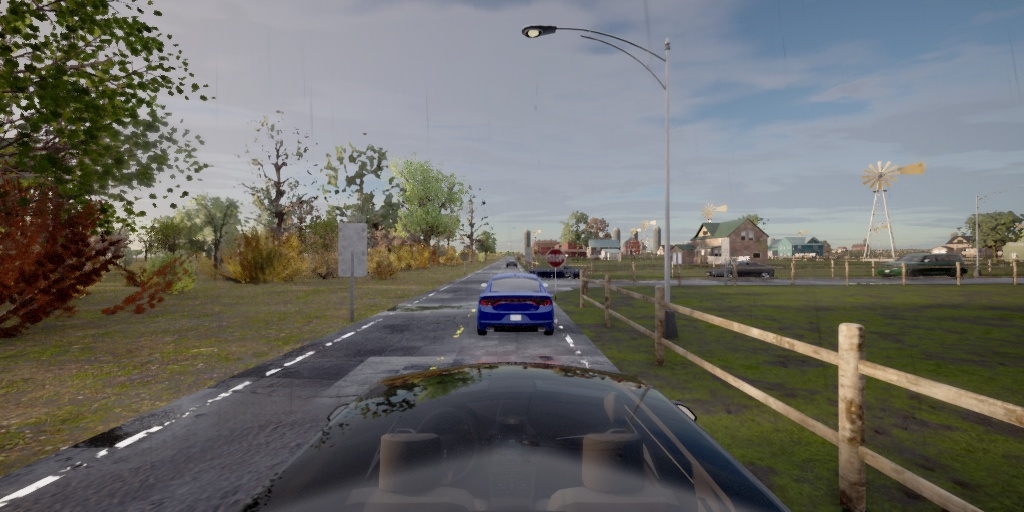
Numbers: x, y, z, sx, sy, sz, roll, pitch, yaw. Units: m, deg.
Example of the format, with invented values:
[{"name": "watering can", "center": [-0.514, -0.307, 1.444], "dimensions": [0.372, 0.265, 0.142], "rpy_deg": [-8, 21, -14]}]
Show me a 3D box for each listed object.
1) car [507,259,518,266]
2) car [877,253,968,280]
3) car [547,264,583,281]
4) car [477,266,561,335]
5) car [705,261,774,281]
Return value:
[{"name": "car", "center": [-0.037, 1.217, 63.993], "dimensions": [1.812, 1.442, 4.674], "rpy_deg": [0, 0, 0]}, {"name": "car", "center": [32.563, 0.831, 28.524], "dimensions": [5.566, 2.045, 2.150], "rpy_deg": [0, 0, -1]}, {"name": "car", "center": [3.712, 1.343, 30.045], "dimensions": [4.718, 1.301, 1.895], "rpy_deg": [0, 0, 27]}, {"name": "car", "center": [0.082, 1.227, 10.484], "dimensions": [1.882, 1.535, 5.008], "rpy_deg": [0, 0, 0]}, {"name": "car", "center": [17.871, 1.178, 28.241], "dimensions": [4.892, 1.490, 1.837], "rpy_deg": [0, 0, -1]}]
